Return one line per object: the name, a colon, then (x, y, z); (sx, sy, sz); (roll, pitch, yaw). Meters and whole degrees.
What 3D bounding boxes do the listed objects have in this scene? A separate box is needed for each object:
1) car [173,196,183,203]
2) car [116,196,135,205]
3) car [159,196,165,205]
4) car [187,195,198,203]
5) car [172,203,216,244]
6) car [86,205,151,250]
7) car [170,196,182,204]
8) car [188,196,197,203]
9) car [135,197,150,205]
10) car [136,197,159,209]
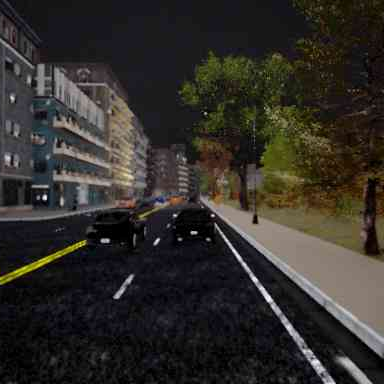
car: (-3.231, 1.642, 76.094); (2.128, 1.511, 4.902); (0, 0, 0)
car: (-9.812, 1.475, 49.127); (2.097, 1.767, 4.553); (0, 0, 0)
car: (-6.496, 1.647, 65.527); (1.882, 1.535, 5.008); (0, 0, 0)
car: (0.017, 1.672, 65.670); (1.837, 1.490, 4.892); (0, 0, 0)
car: (0.093, 1.517, 16.066); (1.882, 1.535, 5.008); (0, 0, 0)
car: (-3.161, 1.541, 14.584); (1.837, 1.490, 4.892); (0, 0, 0)
car: (-3.233, 1.521, 66.058); (2.097, 1.767, 4.553); (0, 0, 0)
car: (0.019, 1.669, 76.093); (1.994, 1.385, 4.181); (0, 0, 0)
car: (-9.740, 1.719, 65.616); (2.033, 1.411, 5.357); (0, 0, 0)
car: (-6.564, 1.670, 48.920); (2.033, 1.411, 5.357); (0, 0, 0)
